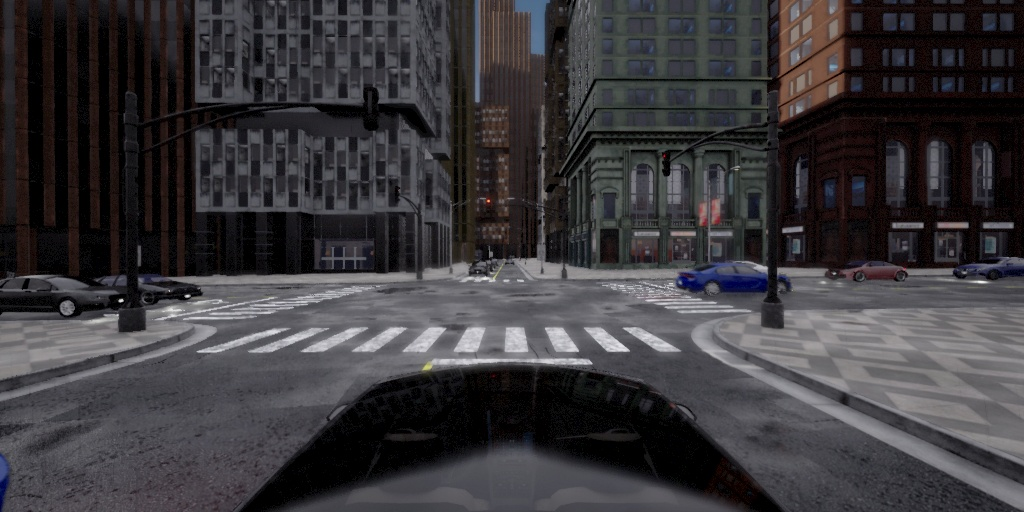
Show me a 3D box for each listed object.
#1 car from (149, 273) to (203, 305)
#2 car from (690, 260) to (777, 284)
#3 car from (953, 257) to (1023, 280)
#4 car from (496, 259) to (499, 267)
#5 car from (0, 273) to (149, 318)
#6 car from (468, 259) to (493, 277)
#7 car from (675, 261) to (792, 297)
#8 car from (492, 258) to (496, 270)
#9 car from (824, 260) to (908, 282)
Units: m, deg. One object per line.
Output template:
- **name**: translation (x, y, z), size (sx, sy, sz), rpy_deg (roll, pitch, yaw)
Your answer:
- **car**: translation (-17.867, 1.527, 17.046), size (5.357, 1.411, 2.033), rpy_deg (-1, 0, 5)
- **car**: translation (14.594, 1.041, 23.787), size (4.674, 1.442, 1.812), rpy_deg (-1, 0, -1)
- **car**: translation (32.375, 0.814, 23.836), size (4.674, 1.442, 1.812), rpy_deg (-1, 0, -1)
- **car**: translation (-3.409, 1.310, 55.739), size (1.895, 1.301, 4.718), rpy_deg (0, 0, 0)
- **car**: translation (-17.423, 1.494, 13.740), size (4.892, 1.490, 1.837), rpy_deg (-1, 0, 0)
- **car**: translation (-3.237, 1.242, 35.985), size (1.837, 1.490, 4.892), rpy_deg (0, 0, -1)
- **car**: translation (10.467, 1.078, 17.079), size (5.008, 1.535, 1.882), rpy_deg (-1, 0, 0)
- **car**: translation (-3.323, 1.230, 45.450), size (1.837, 1.490, 4.892), rpy_deg (0, 0, 0)
- **car**: translation (23.416, 0.966, 23.813), size (4.181, 1.385, 1.994), rpy_deg (-1, 0, 0)
